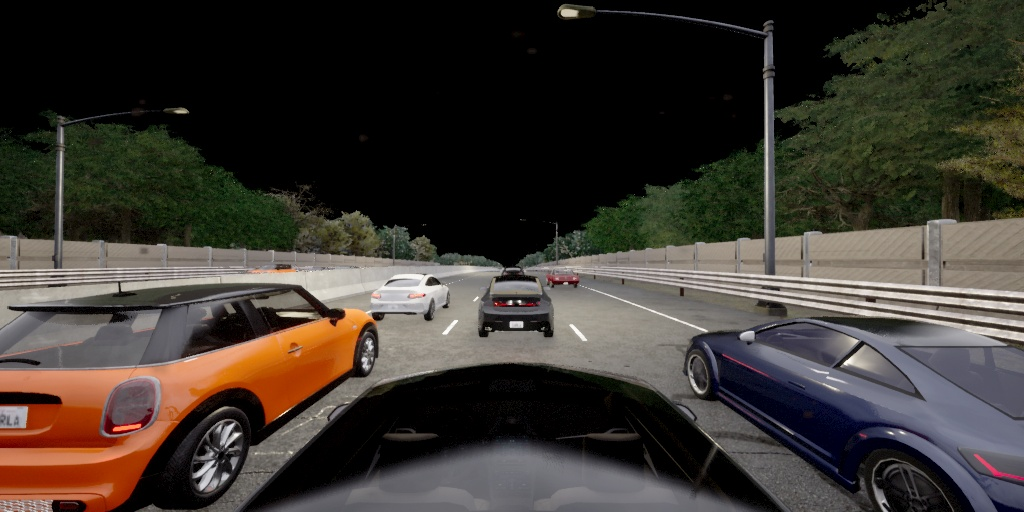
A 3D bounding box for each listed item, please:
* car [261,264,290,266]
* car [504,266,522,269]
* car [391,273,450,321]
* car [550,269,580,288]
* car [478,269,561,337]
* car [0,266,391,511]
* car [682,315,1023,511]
[{"bbox_3d":[-21.110,1.451,31.447,2.097,1.767,4.553,0,-1,0],"label":"car"},{"bbox_3d":[0.089,1.538,28.348,1.837,1.490,4.892,0,-1,0],"label":"car"},{"bbox_3d":[-3.404,1.327,12.585,1.812,1.442,4.674,0,-1,0],"label":"car"},{"bbox_3d":[3.591,1.593,26.271,1.895,1.301,4.718,0,-1,0],"label":"car"},{"bbox_3d":[0.097,1.289,10.350,1.837,1.490,4.892,0,0,0],"label":"car"},{"bbox_3d":[-3.403,1.107,4.528,2.097,1.767,4.553,0,0,0],"label":"car"},{"bbox_3d":[3.600,1.316,3.801,1.994,1.385,4.181,0,0,0],"label":"car"}]
